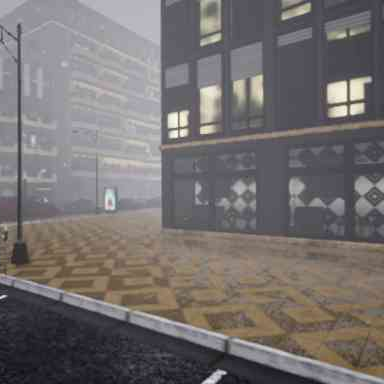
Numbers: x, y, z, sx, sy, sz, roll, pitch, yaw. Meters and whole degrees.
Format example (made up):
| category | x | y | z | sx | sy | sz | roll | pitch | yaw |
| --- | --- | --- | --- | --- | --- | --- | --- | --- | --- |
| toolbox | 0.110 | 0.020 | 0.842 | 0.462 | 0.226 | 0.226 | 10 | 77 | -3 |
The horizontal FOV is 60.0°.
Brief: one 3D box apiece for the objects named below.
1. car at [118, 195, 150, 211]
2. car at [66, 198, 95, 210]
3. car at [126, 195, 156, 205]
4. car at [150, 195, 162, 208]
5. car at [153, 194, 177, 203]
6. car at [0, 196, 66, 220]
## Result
| category | x | y | z | sx | sy | sz | roll | pitch | yaw |
| --- | --- | --- | --- | --- | --- | --- | --- | --- | --- |
| car | -7.027 | 1.326 | 36.256 | 1.947 | 1.339 | 4.313 | 1 | 1 | 35 |
| car | -13.928 | 1.408 | 41.010 | 1.802 | 1.307 | 4.206 | 1 | 2 | 35 |
| car | -7.570 | 1.168 | 50.098 | 2.008 | 1.369 | 4.403 | 1 | 2 | 35 |
| car | -3.847 | 1.222 | 40.802 | 1.947 | 1.339 | 4.313 | 1 | 1 | 35 |
| car | -4.391 | 1.095 | 54.641 | 1.802 | 1.307 | 4.206 | 1 | 2 | 35 |
| car | -13.387 | 1.282 | 27.161 | 2.192 | 1.841 | 5.009 | 1 | 1 | 35 |
